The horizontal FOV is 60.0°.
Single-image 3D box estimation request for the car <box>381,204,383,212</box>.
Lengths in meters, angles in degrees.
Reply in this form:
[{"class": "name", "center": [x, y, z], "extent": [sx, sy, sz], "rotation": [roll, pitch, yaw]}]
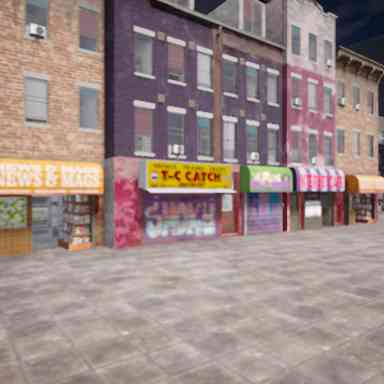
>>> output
[{"class": "car", "center": [20.842, 1.538, 31.797], "extent": [2.128, 1.511, 4.902], "rotation": [0, 0, -35]}]
